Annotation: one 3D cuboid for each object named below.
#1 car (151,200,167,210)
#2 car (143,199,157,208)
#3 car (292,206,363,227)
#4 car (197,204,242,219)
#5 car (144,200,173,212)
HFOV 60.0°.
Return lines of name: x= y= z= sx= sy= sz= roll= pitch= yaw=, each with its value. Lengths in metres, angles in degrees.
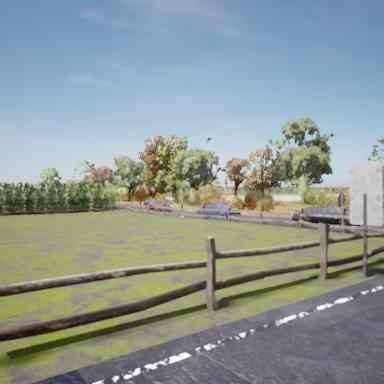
car: x=-5.522 y=2.133 z=55.132 sx=1.812 sy=1.442 sz=4.674 roll=-1 pitch=-1 yaw=-17
car: x=-8.189 y=2.205 z=64.407 sx=2.128 sy=1.511 sz=4.902 roll=0 pitch=0 yaw=-16
car: x=9.770 y=1.717 z=23.582 sx=2.033 sy=1.411 sz=5.357 roll=-1 pitch=0 yaw=-37
car: x=2.645 y=1.889 z=33.713 sx=2.033 sy=1.411 sz=5.357 roll=-1 pitch=0 yaw=-35
car: x=-4.322 y=1.867 z=45.010 sx=2.097 sy=1.767 sz=4.553 roll=-1 pitch=0 yaw=-27
